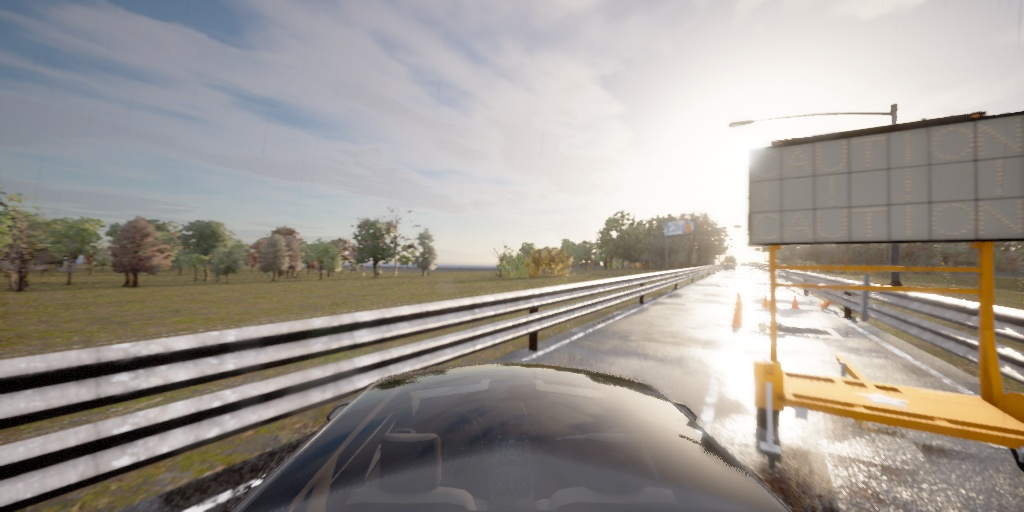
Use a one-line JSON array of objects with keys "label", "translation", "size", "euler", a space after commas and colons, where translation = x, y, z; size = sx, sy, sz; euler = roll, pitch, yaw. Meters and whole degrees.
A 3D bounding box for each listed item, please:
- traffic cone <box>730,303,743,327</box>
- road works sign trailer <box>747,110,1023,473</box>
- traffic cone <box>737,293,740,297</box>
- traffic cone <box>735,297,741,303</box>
[{"label": "traffic cone", "translation": [6.908, 1.843, 11.018], "size": [0.340, 0.580, 0.340], "euler": [0, 0, 33]}, {"label": "road works sign trailer", "translation": [4.305, 0.262, 4.378], "size": [2.380, 3.560, 2.880], "euler": [0, 0, 33]}, {"label": "traffic cone", "translation": [9.066, 1.892, 14.386], "size": [0.340, 0.580, 0.340], "euler": [0, 0, 33]}, {"label": "traffic cone", "translation": [7.987, 1.867, 12.702], "size": [0.340, 0.580, 0.340], "euler": [0, 0, 33]}]
